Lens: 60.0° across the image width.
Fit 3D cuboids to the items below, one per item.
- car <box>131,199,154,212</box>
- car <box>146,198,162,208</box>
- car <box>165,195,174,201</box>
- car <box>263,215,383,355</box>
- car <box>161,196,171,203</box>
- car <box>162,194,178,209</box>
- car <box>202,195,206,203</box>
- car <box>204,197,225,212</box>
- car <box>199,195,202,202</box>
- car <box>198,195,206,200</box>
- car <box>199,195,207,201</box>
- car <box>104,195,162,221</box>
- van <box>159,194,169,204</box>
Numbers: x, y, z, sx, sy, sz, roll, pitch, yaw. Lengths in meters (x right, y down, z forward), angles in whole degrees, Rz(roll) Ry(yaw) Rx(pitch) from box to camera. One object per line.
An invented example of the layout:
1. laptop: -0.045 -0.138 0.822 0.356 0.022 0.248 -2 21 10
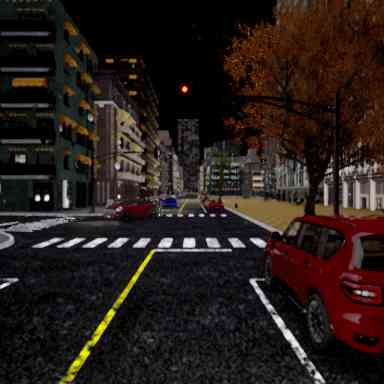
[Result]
1. car: -5.618 1.540 38.469 2.008 1.369 4.403 0 0 0
2. car: -5.598 1.544 49.535 2.008 1.369 4.403 0 0 0
3. car: -5.538 1.458 82.731 1.967 1.590 4.097 0 0 0
4. car: 2.704 1.311 6.065 2.192 1.841 5.009 0 0 0
5. car: -5.558 1.590 71.664 1.802 1.307 4.206 0 0 0
6. car: -2.917 1.482 45.298 1.882 1.535 5.008 0 0 0
7. car: 2.782 1.519 49.689 1.752 1.417 4.829 0 0 0
8. car: 2.762 1.534 38.453 1.887 1.381 4.507 0 0 0
9. car: 2.813 1.586 66.116 1.802 1.307 4.206 0 0 0
10. car: 2.863 1.582 93.780 2.008 1.369 4.403 0 0 0
11. car: 2.853 1.569 88.248 1.887 1.381 4.507 0 0 0
12. car: -5.018 1.333 27.426 2.097 1.767 4.553 -2 -1 38
13. van: -5.568 1.345 66.133 1.690 1.788 3.998 0 0 0
